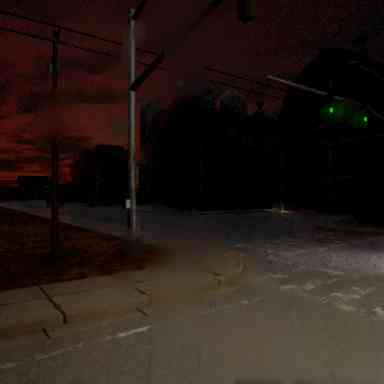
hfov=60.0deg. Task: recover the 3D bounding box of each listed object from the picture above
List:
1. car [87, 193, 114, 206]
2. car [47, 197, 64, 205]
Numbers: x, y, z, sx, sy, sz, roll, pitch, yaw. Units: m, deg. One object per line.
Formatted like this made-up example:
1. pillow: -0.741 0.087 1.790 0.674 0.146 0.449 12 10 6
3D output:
1. car: -13.807 1.118 50.592 3.866 1.878 1.905 -2 5 11
2. car: -23.339 1.537 56.662 1.994 1.385 4.181 0 0 -36
